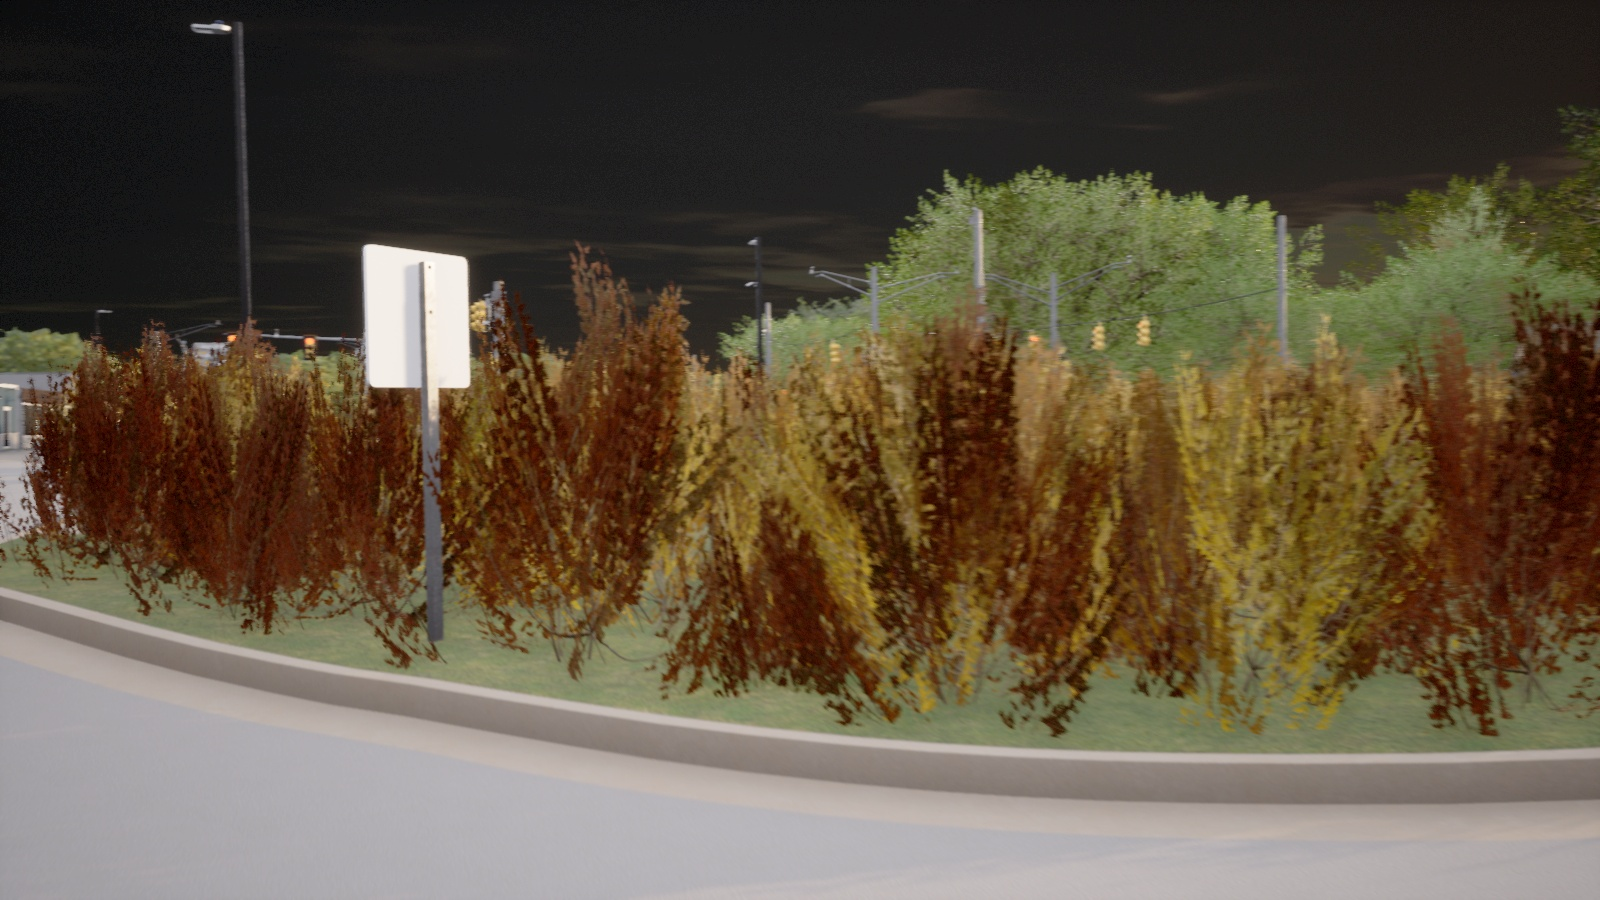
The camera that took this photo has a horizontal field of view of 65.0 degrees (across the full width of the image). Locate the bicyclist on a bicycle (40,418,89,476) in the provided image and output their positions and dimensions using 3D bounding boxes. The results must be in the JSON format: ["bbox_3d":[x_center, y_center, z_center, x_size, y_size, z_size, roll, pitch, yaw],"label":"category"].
[{"bbox_3d":[-21.040,-0.088,35.962,0.866,1.612,1.509,-1,0,-17],"label":"bicyclist on a bicycle"}]
